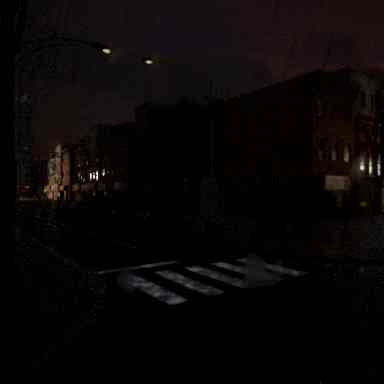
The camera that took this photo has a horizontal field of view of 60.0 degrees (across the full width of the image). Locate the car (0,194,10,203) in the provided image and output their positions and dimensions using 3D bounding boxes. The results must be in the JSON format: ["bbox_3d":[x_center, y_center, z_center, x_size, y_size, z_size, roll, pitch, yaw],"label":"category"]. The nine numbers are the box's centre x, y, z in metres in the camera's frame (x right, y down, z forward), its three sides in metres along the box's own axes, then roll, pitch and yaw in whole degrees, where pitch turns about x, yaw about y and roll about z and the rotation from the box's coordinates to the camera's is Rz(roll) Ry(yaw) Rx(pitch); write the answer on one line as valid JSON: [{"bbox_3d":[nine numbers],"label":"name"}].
[{"bbox_3d":[-34.173,1.107,59.991,1.967,1.590,4.097,1,0,-36],"label":"car"}]

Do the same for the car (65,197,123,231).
[{"bbox_3d":[-5.709,1.231,20.222,2.192,1.841,5.009,1,0,-36],"label":"car"}]

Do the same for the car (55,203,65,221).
[{"bbox_3d":[-8.874,1.430,24.641,1.887,1.381,4.507,1,0,-36],"label":"car"}]

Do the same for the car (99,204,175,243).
[{"bbox_3d":[-2.549,1.491,15.803,1.887,1.381,4.507,1,0,-36],"label":"car"}]
